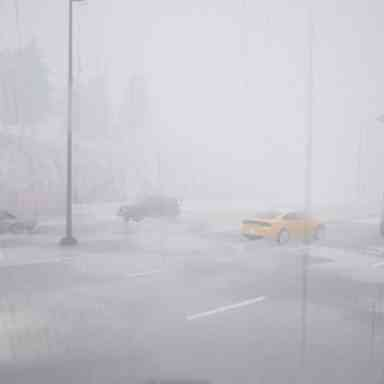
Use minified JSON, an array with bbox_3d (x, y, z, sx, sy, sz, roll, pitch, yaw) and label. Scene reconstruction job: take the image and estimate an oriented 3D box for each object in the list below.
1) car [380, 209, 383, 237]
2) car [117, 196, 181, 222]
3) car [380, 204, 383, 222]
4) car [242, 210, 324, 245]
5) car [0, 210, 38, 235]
[{"bbox_3d":[12.213,1.540,18.363,4.553,1.767,2.097,1,-1,-42],"label":"car"},{"bbox_3d":[-3.504,1.392,27.990,5.566,2.045,2.150,1,-1,-40],"label":"car"},{"bbox_3d":[18.126,1.767,28.853,1.882,1.535,5.008,0,0,45],"label":"car"},{"bbox_3d":[4.592,1.611,16.360,5.008,1.535,1.882,1,-1,-39],"label":"car"},{"bbox_3d":[-10.967,1.660,17.739,4.718,1.301,1.895,1,0,-36],"label":"car"}]
